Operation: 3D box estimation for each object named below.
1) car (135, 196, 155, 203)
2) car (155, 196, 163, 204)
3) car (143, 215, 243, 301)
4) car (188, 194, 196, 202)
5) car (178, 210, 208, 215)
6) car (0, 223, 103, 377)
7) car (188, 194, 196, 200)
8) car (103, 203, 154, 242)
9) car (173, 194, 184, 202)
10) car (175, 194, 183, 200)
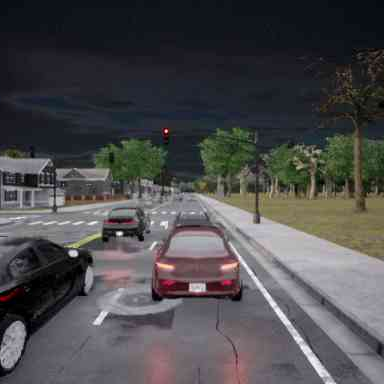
[{"bbox_3d":[-6.593,1.576,45.556,1.895,1.301,4.718,0,0,0],"label":"car"},{"bbox_3d":[-6.557,1.449,62.010,2.128,1.511,4.902,0,0,0],"label":"car"},{"bbox_3d":[0.102,1.523,8.178,1.812,1.442,4.674,0,0,0],"label":"car"},{"bbox_3d":[0.003,1.532,73.981,1.895,1.301,4.718,0,0,0],"label":"car"},{"bbox_3d":[0.045,1.596,17.344,1.895,1.301,4.718,0,0,1],"label":"car"},{"bbox_3d":[-3.151,1.476,5.561,1.882,1.535,5.008,0,0,0],"label":"car"},{"bbox_3d":[0.004,1.308,83.955,2.128,1.511,4.902,0,0,0],"label":"car"},{"bbox_3d":[-3.125,1.500,16.400,1.837,1.490,4.892,0,0,-2],"label":"car"},{"bbox_3d":[-3.247,1.476,73.535,2.033,1.411,5.357,0,0,0],"label":"car"},{"bbox_3d":[-3.246,1.307,83.955,1.812,1.442,4.674,0,0,0],"label":"car"}]
